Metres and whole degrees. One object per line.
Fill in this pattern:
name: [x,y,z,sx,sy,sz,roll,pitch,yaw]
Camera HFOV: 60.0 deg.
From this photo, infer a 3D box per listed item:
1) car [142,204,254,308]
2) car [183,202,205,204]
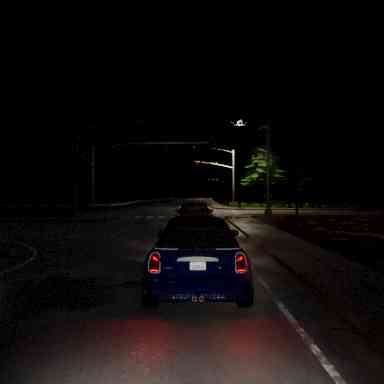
car: [0.106,1.347,8.093,2.097,1.767,4.553,0,0,0]
car: [0.116,1.338,18.214,2.097,1.767,4.553,0,0,0]
